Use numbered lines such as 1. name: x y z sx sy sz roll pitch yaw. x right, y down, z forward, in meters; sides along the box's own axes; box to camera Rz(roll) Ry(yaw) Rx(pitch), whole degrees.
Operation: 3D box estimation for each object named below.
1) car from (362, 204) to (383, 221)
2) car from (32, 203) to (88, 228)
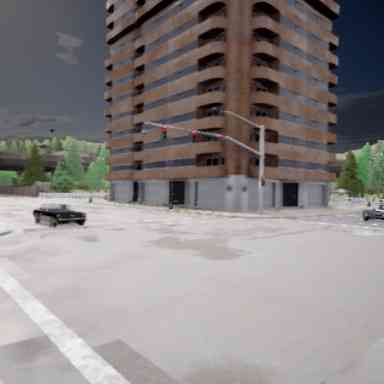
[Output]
1. car: 15.464 1.658 26.646 4.718 1.301 1.895 1 0 -40
2. car: -8.129 1.369 20.320 1.895 1.301 4.718 1 1 -40
